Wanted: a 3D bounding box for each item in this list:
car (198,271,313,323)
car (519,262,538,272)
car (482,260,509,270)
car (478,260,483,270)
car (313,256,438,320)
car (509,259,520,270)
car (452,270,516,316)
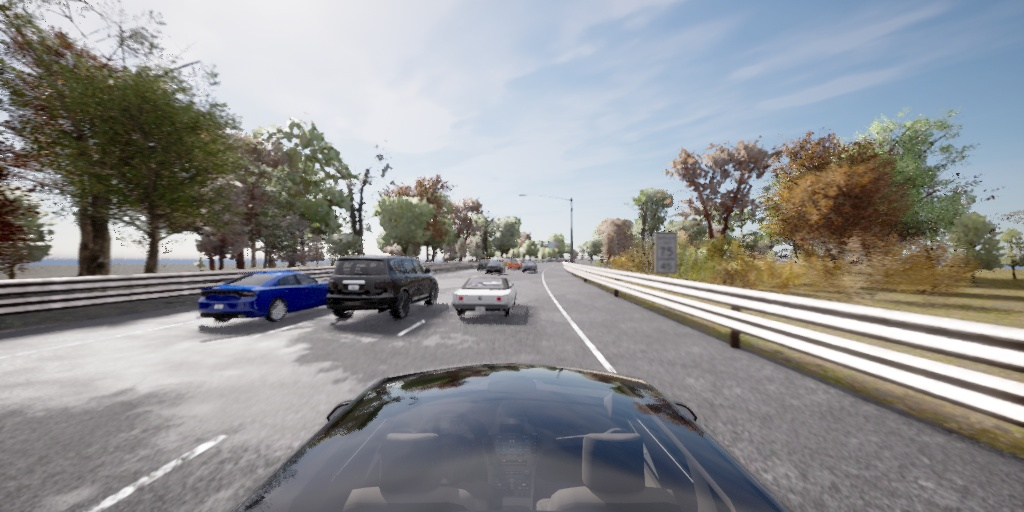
[{"bbox_3d":[-7.923,1.259,12.364,1.882,1.535,5.008,0,0,4],"label":"car"},{"bbox_3d":[2.612,1.524,50.164,2.033,1.411,5.357,0,0,7],"label":"car"},{"bbox_3d":[-1.837,1.434,41.820,1.837,1.490,4.892,0,0,6],"label":"car"},{"bbox_3d":[-3.831,1.343,55.147,2.097,1.767,4.553,0,0,7],"label":"car"},{"bbox_3d":[-4.384,1.012,13.017,2.150,2.045,5.566,0,0,4],"label":"car"},{"bbox_3d":[0.507,1.382,61.485,2.097,1.767,4.553,0,0,8],"label":"car"},{"bbox_3d":[-0.845,1.401,13.606,1.895,1.301,4.718,0,0,4],"label":"car"}]
